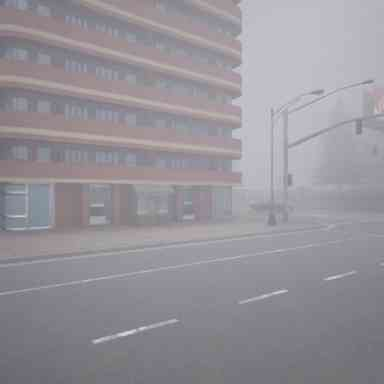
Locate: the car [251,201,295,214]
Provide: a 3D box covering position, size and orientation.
[{"bbox_3d":[8.782,1.600,36.221,1.895,1.301,4.718,0,0,-36],"label":"car"}]
